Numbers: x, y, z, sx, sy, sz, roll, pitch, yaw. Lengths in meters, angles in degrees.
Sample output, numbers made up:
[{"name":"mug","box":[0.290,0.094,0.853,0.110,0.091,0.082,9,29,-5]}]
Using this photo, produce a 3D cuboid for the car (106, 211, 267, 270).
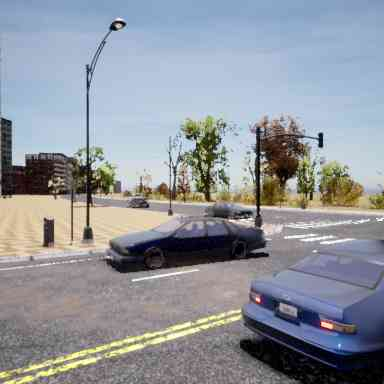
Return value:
[{"name":"car","box":[-0.012,1.546,11.101,5.357,1.411,2.033,0,0,-28]}]

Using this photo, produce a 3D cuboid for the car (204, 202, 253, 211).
[{"name":"car","box":[3.220,1.610,30.135,2.033,1.411,5.357,0,0,-32]}]

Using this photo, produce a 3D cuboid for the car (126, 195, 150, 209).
[{"name":"car","box":[-7.683,1.613,47.992,1.837,1.490,4.892,0,0,-31]}]

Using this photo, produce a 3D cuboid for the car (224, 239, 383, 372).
[{"name":"car","box":[3.303,1.547,5.655,5.357,1.411,2.033,0,0,-34]}]
